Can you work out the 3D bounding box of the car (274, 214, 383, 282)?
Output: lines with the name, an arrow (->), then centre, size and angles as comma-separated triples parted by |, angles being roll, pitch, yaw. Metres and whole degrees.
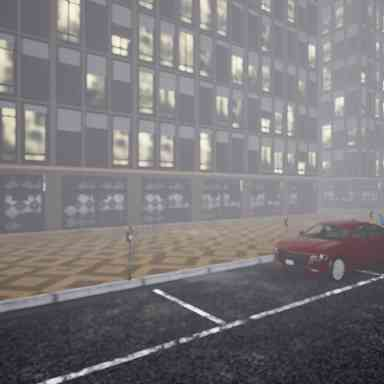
car -> 4.268, 1.497, 9.607 | 4.507, 1.381, 1.887 | 0, 0, -36
